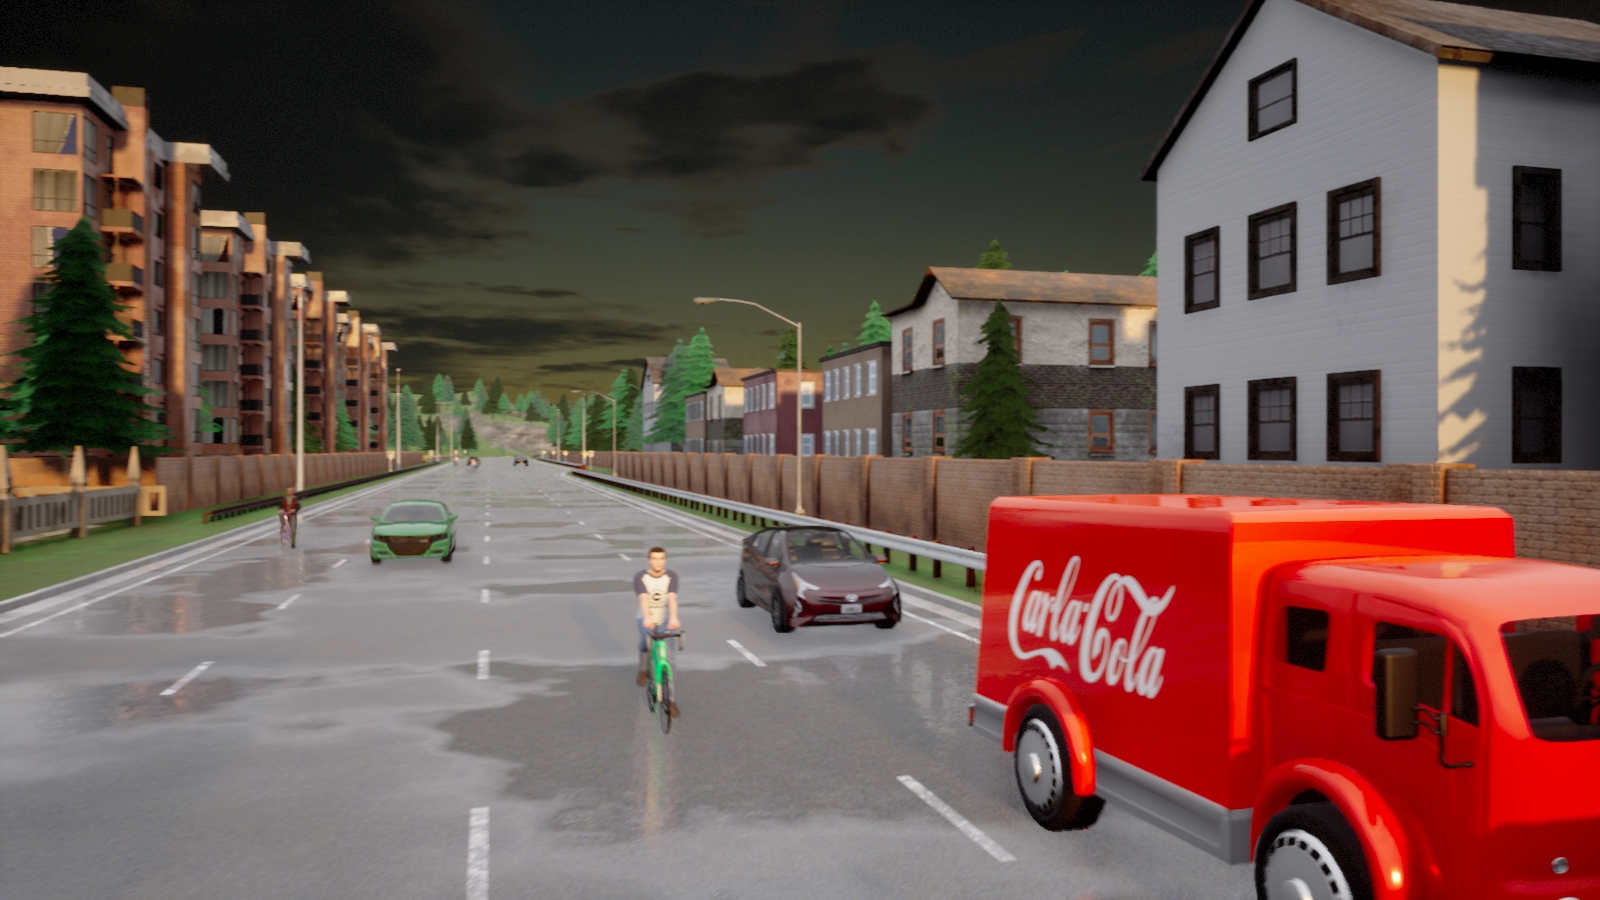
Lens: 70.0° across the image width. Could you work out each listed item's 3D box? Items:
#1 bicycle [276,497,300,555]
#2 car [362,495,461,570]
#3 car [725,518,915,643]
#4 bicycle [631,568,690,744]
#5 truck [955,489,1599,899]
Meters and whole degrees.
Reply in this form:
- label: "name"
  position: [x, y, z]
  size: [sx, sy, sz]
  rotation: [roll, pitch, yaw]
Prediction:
- label: "bicycle"
  position: [-14.036, 2.059, 31.349]
  size: [0.329, 1.471, 1.835]
  rotation: [0, 0, -15]
- label: "car"
  position: [-9.904, 2.036, 29.470]
  size: [2.097, 1.535, 5.006]
  rotation: [0, 0, -15]
- label: "car"
  position: [0.174, 2.046, 19.085]
  size: [2.007, 1.525, 4.514]
  rotation: [0, 0, -15]
- label: "bicycle"
  position: [-1.462, 2.059, 11.787]
  size: [0.373, 1.496, 1.643]
  rotation: [0, 0, -15]
- label: "truck"
  position: [3.282, 1.579, 7.650]
  size: [2.627, 2.467, 5.204]
  rotation: [0, 0, -15]
